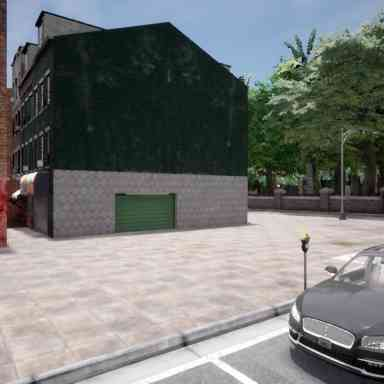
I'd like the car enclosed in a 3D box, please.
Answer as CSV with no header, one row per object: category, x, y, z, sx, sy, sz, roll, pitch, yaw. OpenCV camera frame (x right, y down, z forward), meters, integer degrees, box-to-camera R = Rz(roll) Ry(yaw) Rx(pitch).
car,3.344,1.551,5.196,4.403,1.369,2.008,0,0,-35
